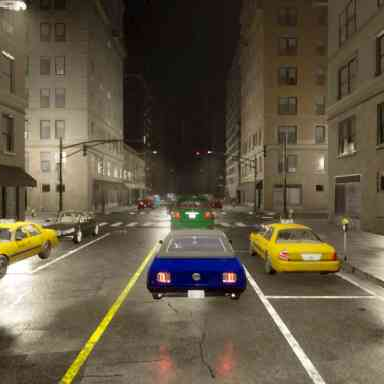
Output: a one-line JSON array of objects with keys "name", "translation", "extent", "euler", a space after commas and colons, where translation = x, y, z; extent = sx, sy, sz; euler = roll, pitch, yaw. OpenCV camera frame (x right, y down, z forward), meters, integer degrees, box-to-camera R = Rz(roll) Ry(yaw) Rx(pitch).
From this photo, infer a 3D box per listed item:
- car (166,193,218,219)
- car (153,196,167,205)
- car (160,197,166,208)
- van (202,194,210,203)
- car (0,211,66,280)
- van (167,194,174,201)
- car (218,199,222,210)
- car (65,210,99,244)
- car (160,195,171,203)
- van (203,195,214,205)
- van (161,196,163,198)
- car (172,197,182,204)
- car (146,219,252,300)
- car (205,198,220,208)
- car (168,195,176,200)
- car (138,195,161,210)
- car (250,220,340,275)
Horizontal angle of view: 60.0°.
[{"name": "car", "translation": [0.018, 1.224, 18.125], "extent": [2.150, 2.045, 5.566], "euler": [0, 0, 0]}, {"name": "car", "translation": [-5.611, 1.462, 58.939], "extent": [1.967, 1.590, 4.097], "euler": [0, 0, 0]}, {"name": "car", "translation": [-0.786, 1.487, 31.788], "extent": [2.128, 1.511, 4.902], "euler": [-1, 0, -32]}, {"name": "van", "translation": [2.926, 1.369, 69.933], "extent": [1.690, 1.788, 3.998], "euler": [0, 0, 0]}, {"name": "car", "translation": [-5.659, 1.526, 9.966], "extent": [1.752, 1.417, 4.829], "euler": [0, 0, 0]}, {"name": "van", "translation": [-5.583, 1.378, 86.447], "extent": [1.690, 1.788, 3.998], "euler": [0, 0, 0]}, {"name": "car", "translation": [2.899, 1.558, 42.426], "extent": [1.887, 1.381, 4.507], "euler": [0, 0, 0]}, {"name": "car", "translation": [-5.653, 1.552, 15.661], "extent": [2.008, 1.369, 4.403], "euler": [0, 0, 0]}, {"name": "car", "translation": [-5.599, 1.468, 69.942], "extent": [1.967, 1.590, 4.097], "euler": [0, 0, 0]}, {"name": "van", "translation": [2.915, 1.363, 58.930], "extent": [1.690, 1.788, 3.998], "euler": [0, 0, 0]}, {"name": "van", "translation": [-5.622, 1.357, 47.936], "extent": [1.690, 1.788, 3.998], "euler": [0, 0, 0]}, {"name": "car", "translation": [-2.955, 1.627, 66.486], "extent": [1.895, 1.301, 4.718], "euler": [0, 0, 1]}, {"name": "car", "translation": [0.091, 1.601, 8.358], "extent": [1.895, 1.301, 4.718], "euler": [0, 0, 0]}, {"name": "car", "translation": [2.904, 1.582, 47.927], "extent": [1.947, 1.339, 4.313], "euler": [0, 0, 0]}, {"name": "car", "translation": [-5.577, 1.591, 91.947], "extent": [2.008, 1.369, 4.403], "euler": [0, 0, 0]}, {"name": "car", "translation": [-5.627, 1.328, 42.435], "extent": [2.192, 1.841, 5.009], "euler": [0, 0, 0]}, {"name": "car", "translation": [2.867, 1.526, 10.297], "extent": [1.752, 1.417, 4.829], "euler": [0, 0, 0]}]
